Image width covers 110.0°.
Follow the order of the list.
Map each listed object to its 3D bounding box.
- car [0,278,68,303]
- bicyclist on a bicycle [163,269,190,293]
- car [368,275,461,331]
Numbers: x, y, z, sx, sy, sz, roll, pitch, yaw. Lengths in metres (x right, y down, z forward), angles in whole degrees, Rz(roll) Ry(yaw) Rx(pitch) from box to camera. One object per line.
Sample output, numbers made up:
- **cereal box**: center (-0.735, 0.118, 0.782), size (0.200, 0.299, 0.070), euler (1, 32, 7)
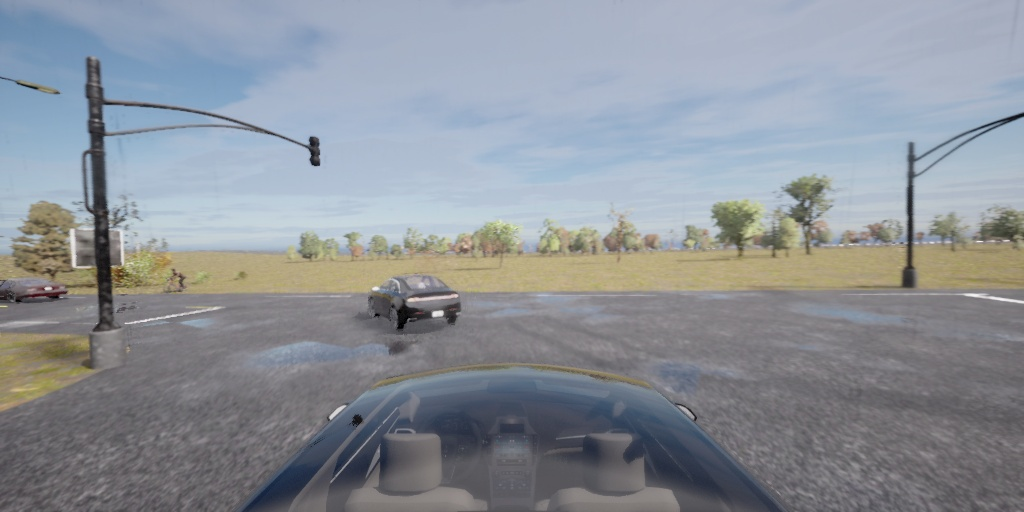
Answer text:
- **car**: center (-30.180, 2.077, 21.974), size (5.357, 1.411, 2.033), euler (-2, 1, 12)
- **bicyclist on a bicycle**: center (-22.749, 1.692, 24.332), size (0.582, 1.620, 1.656), euler (-1, 0, 12)
- **car**: center (-3.348, 1.368, 11.759), size (2.128, 1.511, 4.902), euler (-2, 1, -33)
